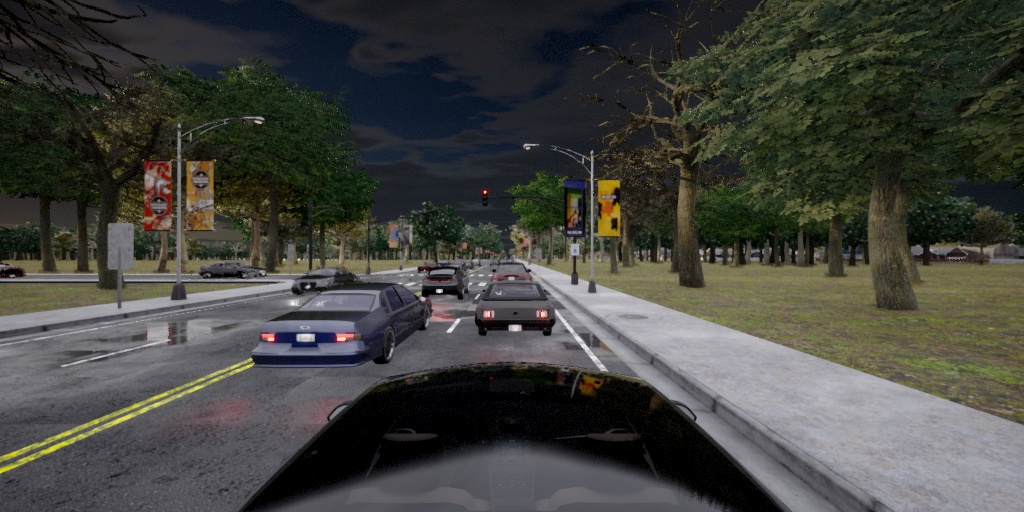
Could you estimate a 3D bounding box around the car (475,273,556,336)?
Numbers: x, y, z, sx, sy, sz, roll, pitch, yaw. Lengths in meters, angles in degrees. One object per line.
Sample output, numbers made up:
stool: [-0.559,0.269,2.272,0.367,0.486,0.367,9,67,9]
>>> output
car: [0.066,1.352,10.374,1.895,1.301,4.718,0,0,0]

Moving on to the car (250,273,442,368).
car: [-3.173,1.298,7.999,2.033,1.411,5.357,0,0,0]

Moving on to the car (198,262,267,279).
car: [-23.079,1.221,29.752,4.902,1.511,2.128,0,0,0]

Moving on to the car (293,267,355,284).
car: [-9.927,1.317,19.397,1.994,1.385,4.181,0,0,-1]

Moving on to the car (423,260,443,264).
car: [-10.042,1.365,43.397,1.895,1.301,4.718,0,0,0]

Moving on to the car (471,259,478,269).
car: [-6.838,1.264,54.223,2.128,1.511,4.902,0,0,0]

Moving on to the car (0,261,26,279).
car: [-43.552,1.064,29.680,4.553,1.767,2.097,0,0,0]

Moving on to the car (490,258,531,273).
car: [-0.016,1.105,19.360,2.097,1.767,4.553,0,0,0]

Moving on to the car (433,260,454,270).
car: [-10.085,1.319,53.049,2.033,1.411,5.357,0,0,0]

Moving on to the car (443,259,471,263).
car: [-6.797,1.256,44.887,2.128,1.511,4.902,0,0,0]

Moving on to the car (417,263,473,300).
car: [-3.200,1.258,17.833,1.837,1.490,4.892,0,0,-2]
